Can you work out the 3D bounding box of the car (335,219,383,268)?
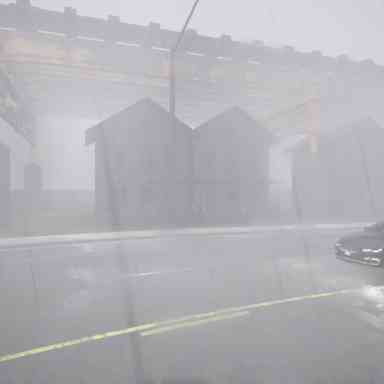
[{"bbox_3d":[6.768,1.505,10.293,4.892,1.490,1.837,0,0,-18],"label":"car"}]
